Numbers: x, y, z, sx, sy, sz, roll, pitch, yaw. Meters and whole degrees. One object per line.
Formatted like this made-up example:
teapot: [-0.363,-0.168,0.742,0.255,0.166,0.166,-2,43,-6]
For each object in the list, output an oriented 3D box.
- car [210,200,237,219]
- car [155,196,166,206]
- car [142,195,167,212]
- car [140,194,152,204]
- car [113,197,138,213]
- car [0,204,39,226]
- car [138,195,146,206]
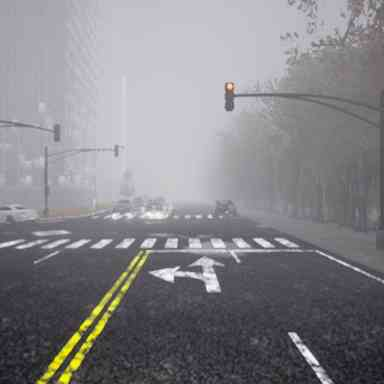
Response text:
car: [2.721,1.437,29.337,2.128,1.511,4.902,-4,0,-2]
car: [-5.346,1.526,56.890,1.837,1.490,4.892,0,-1,-4]
car: [-4.398,1.501,39.785,2.128,1.511,4.902,0,0,-3]
car: [-9.256,1.381,67.179,2.097,1.767,4.553,0,0,-4]
car: [-7.518,1.534,36.868,1.812,1.442,4.674,0,0,-3]
car: [-13.291,1.625,24.110,4.674,1.442,1.812,-1,0,22]
car: [-8.314,1.520,52.126,1.837,1.490,4.892,0,0,-3]
